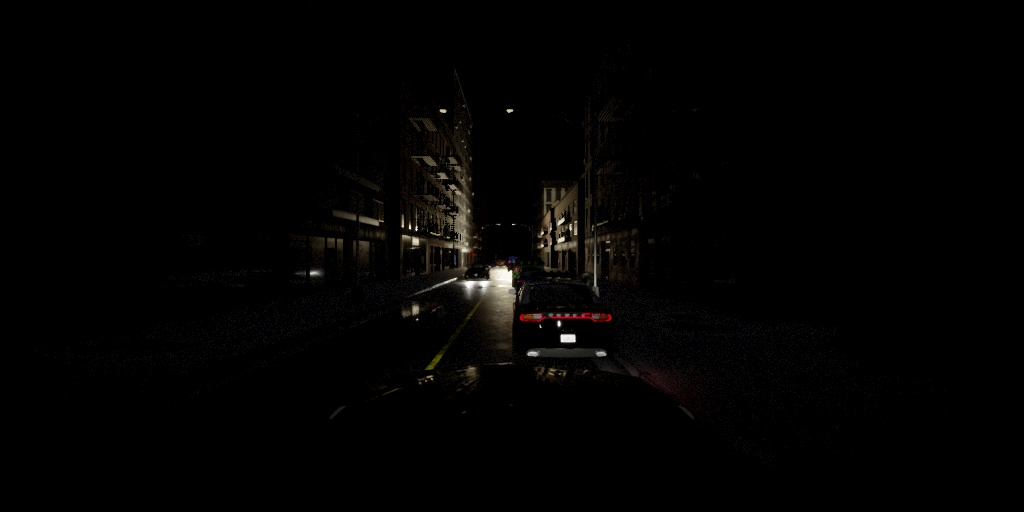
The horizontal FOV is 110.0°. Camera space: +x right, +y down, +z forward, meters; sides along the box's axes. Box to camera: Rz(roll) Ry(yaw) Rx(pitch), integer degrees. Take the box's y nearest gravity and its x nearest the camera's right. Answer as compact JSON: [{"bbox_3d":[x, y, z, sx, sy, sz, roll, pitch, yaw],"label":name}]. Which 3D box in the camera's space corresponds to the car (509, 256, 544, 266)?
[{"bbox_3d":[1.072,0.994,24.506,2.150,2.045,5.566,0,0,0],"label":"car"}]

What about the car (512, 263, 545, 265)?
[{"bbox_3d":[1.028,1.285,18.475,1.812,1.442,4.674,0,0,0],"label":"car"}]

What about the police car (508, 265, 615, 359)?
[{"bbox_3d":[0.957,1.177,8.584,1.930,1.638,5.238,0,0,0],"label":"police car"}]

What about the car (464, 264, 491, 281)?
[{"bbox_3d":[-2.884,1.347,30.813,1.994,1.385,4.181,0,0,0],"label":"car"}]

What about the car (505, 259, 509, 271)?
[{"bbox_3d":[0.360,1.437,47.071,1.895,1.301,4.718,0,0,1],"label":"car"}]
